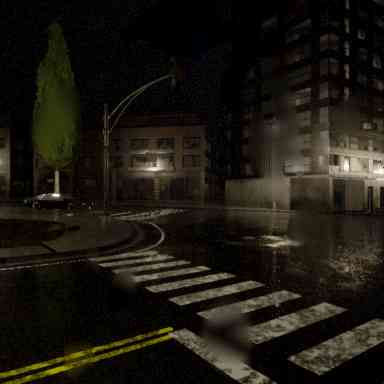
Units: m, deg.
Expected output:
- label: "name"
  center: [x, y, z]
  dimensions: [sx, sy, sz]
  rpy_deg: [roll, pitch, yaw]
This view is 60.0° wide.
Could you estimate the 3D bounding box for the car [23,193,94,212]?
- label: "car"
  center: [-10.534, 0.787, 26.305]
  dimensions: [5.357, 1.411, 2.033]
  rpy_deg: [1, 0, 11]
